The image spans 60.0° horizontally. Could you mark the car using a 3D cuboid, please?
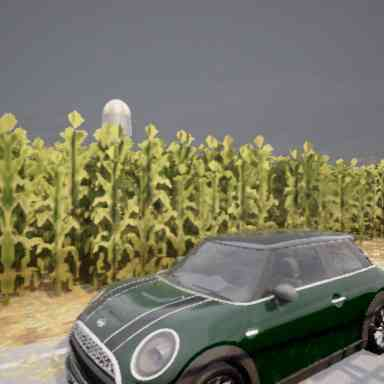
[{"bbox_3d":[0.761,1.369,4.531,4.553,1.767,2.097,0,0,-35],"label":"car"}]
